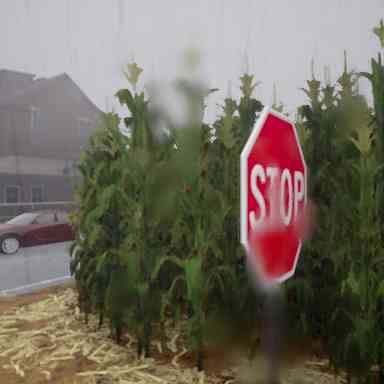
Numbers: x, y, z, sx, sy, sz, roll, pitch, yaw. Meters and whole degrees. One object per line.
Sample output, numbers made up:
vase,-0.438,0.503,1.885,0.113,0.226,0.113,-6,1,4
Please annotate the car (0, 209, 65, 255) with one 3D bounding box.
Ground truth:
car,-6.340,1.510,13.831,1.882,1.535,5.008,0,0,36
